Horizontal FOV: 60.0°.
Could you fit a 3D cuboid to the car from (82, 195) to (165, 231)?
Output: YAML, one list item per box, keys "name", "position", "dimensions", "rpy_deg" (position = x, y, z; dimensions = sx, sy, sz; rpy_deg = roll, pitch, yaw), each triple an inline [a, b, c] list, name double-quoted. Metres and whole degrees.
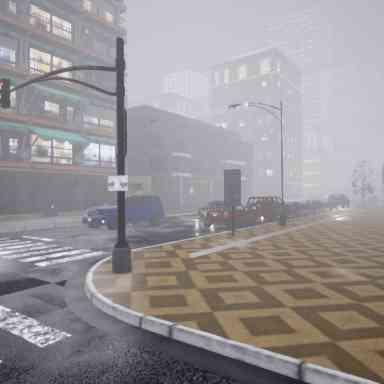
- name: "car"
  position: [-4.092, 1.211, 20.940]
  dimensions: [2.150, 2.045, 5.566]
  rpy_deg: [-1, -1, 38]

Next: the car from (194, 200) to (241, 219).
- name: "car"
  position: [2.344, 1.471, 29.692]
  dimensions: [1.837, 1.490, 4.892]
  rpy_deg: [-1, -1, 37]

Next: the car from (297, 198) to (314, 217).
- name: "car"
  position: [9.120, 1.471, 29.760]
  dimensions: [1.802, 1.307, 4.206]
  rpy_deg: [-1, 0, 36]

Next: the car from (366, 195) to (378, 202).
- name: "car"
  position: [35.670, 1.334, 65.776]
  dimensions: [1.887, 1.381, 4.507]
  rpy_deg: [-1, 0, 36]

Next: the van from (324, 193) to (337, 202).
- name: "van"
  position: [29.326, 1.229, 70.452]
  dimensions: [1.690, 1.788, 3.998]
  rpy_deg: [-1, 0, 36]

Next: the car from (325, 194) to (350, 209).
- name: "car"
  position: [19.074, 1.167, 43.267]
  dimensions: [2.192, 1.841, 5.009]
  rpy_deg: [-1, 0, 36]

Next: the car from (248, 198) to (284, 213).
- name: "car"
  position: [8.593, 1.490, 38.156]
  dimensions: [2.033, 1.411, 5.357]
  rpy_deg: [-1, 0, 37]

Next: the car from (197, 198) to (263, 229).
- name: "car"
  position: [2.481, 1.353, 20.757]
  dimensions: [1.967, 1.590, 4.097]
  rpy_deg: [-1, 0, 36]

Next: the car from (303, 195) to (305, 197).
- name: "car"
  position: [22.589, 1.439, 61.311]
  dimensions: [1.752, 1.417, 4.829]
  rpy_deg: [-1, 0, 36]

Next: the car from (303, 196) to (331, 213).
- name: "car"
  position: [12.438, 1.421, 34.262]
  dimensions: [1.887, 1.381, 4.507]
  rpy_deg: [-1, 0, 36]

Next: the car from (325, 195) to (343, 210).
- name: "car"
  position: [15.757, 1.415, 38.764]
  dimensions: [2.008, 1.369, 4.403]
  rpy_deg: [-1, 0, 36]

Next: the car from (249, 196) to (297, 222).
- name: "car"
  position: [5.798, 1.216, 25.259]
  dimensions: [2.192, 1.841, 5.009]
  rpy_deg: [-1, 0, 36]

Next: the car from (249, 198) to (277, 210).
- name: "car"
  position: [9.314, 1.489, 43.303]
  dimensions: [1.752, 1.417, 4.829]
  rpy_deg: [-1, 0, 36]
